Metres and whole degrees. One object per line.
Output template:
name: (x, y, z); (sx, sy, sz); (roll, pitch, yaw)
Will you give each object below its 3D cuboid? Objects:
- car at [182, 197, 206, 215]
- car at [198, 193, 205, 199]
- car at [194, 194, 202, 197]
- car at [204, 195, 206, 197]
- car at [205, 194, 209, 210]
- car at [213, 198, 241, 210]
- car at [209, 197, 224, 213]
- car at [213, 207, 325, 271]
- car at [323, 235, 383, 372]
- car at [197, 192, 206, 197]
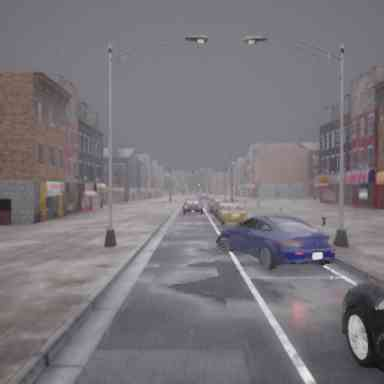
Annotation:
car: (0.087, 1.382, 31.233); (1.895, 1.301, 4.718); (0, 0, 0)
car: (2.661, 1.015, 92.119); (1.967, 1.590, 4.097); (-1, 0, 0)
car: (0.041, 1.313, 44.163); (1.895, 1.301, 4.718); (0, 0, 0)
car: (2.647, 1.322, 38.569); (1.802, 1.307, 4.206); (0, 0, 0)
car: (2.645, 1.210, 33.102); (1.967, 1.590, 4.097); (0, 0, 0)
car: (2.642, 1.361, 22.339); (1.752, 1.417, 4.829); (0, 0, 0)
car: (2.644, 1.384, 27.637); (1.802, 1.307, 4.206); (0, 0, 0)
car: (2.495, 1.442, 10.683); (1.812, 1.442, 4.674); (0, 1, -18)
car: (3.022, 1.480, 2.804); (1.837, 1.490, 4.892); (0, 0, 0)
car: (2.656, 1.045, 75.912); (1.967, 1.590, 4.097); (-1, 0, 0)
